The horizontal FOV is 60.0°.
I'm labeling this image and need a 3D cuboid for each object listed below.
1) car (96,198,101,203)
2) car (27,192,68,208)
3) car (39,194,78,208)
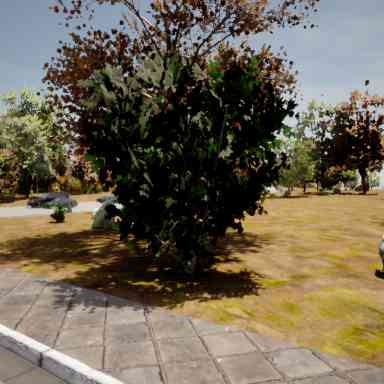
[{"bbox_3d":[-12.905,0.971,54.044,2.033,1.411,5.357,0,3,39],"label":"car"},{"bbox_3d":[-19.609,1.060,45.776,2.150,2.045,5.566,0,2,39],"label":"car"},{"bbox_3d":[-17.066,1.400,43.348,1.994,1.385,4.181,0,2,39],"label":"car"}]
